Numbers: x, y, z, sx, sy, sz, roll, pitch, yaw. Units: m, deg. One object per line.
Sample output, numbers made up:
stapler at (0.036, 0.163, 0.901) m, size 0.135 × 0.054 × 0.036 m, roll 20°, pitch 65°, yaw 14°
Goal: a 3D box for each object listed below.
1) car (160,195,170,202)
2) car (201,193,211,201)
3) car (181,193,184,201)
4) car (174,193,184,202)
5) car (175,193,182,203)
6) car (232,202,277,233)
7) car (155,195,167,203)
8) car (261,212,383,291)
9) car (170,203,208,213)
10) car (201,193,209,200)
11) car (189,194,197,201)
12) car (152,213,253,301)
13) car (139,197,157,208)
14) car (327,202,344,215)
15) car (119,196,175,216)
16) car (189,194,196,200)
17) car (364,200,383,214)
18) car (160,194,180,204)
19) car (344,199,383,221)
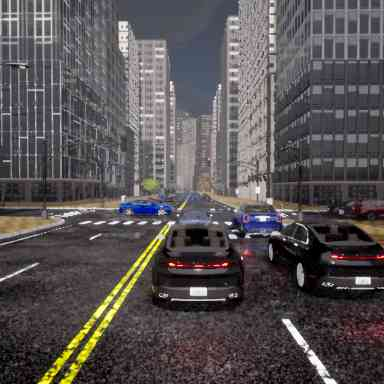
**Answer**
car at (-6.294, 1.452, 78.360) m, size 1.812 × 1.442 × 4.674 m, roll 0°, pitch 0°, yaw 0°
car at (3.460, 1.396, 79.350) m, size 1.882 × 1.535 × 5.008 m, roll 0°, pitch 0°, yaw 0°
car at (-3.096, 1.469, 67.452) m, size 1.812 × 1.442 × 4.674 m, roll 0°, pitch 0°, yaw 1°
car at (-3.045, 1.154, 77.904) m, size 2.150 × 2.045 × 5.566 m, roll 0°, pitch 0°, yaw 0°
car at (-3.182, 1.460, 57.631) m, size 1.837 × 1.490 × 4.892 m, roll 0°, pitch 0°, yaw 0°
car at (3.396, 1.342, 18.051) m, size 2.097 × 1.767 × 4.553 m, roll 0°, pitch 0°, yaw 0°
car at (-6.333, 1.419, 68.325) m, size 1.882 × 1.535 × 5.008 m, roll 0°, pitch 0°, yaw 0°
car at (3.374, 1.500, 8.968) m, size 1.837 × 1.490 × 4.892 m, roll 0°, pitch 0°, yaw 0°
car at (0.147, 1.538, 17.816) m, size 2.033 × 1.411 × 5.357 m, roll 0°, pitch 0°, yaw 0°
car at (3.487, 1.097, 89.739) m, size 2.097 × 1.767 × 4.553 m, roll 0°, pitch 0°, yaw 0°
car at (0.210, 1.396, 79.361) m, size 1.882 × 1.535 × 5.008 m, roll 0°, pitch 0°, yaw 0°
car at (0.120, 1.501, 8.261) m, size 1.837 × 1.490 × 4.892 m, roll 0°, pitch 0°, yaw 0°
car at (-6.459, 1.491, 49.065) m, size 1.812 × 1.442 × 4.674 m, roll 0°, pitch 0°, yaw 2°
car at (16.517, 1.617, 34.309) m, size 4.892 × 1.490 × 1.837 m, roll 1°, pitch 1°, yaw 1°
car at (-4.388, 1.456, 31.487) m, size 5.008 × 1.535 × 1.882 m, roll 1°, pitch 1°, yaw 1°
car at (0.237, 1.220, 89.779) m, size 1.882 × 1.535 × 5.008 m, roll 0°, pitch 0°, yaw 0°
car at (21.906, 1.643, 36.800) m, size 4.829 × 1.417 × 1.752 m, roll 1°, pitch 0°, yaw 1°
car at (-3.213, 1.471, 48.292) m, size 1.837 × 1.490 × 4.892 m, roll 0°, pitch 0°, yaw 0°
car at (16.276, 1.519, 28.529) m, size 5.009 × 1.841 × 2.192 m, roll 1°, pitch 0°, yaw 1°
